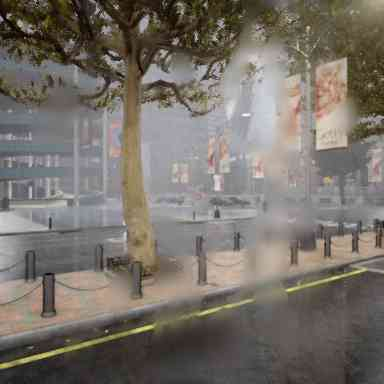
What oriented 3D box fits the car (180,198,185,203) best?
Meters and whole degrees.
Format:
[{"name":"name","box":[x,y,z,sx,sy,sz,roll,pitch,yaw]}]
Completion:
[{"name":"car","box":[-3.330,1.549,67.217,1.994,1.385,4.181,0,0,-42]}]

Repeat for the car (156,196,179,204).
[{"name":"car","box":[-5.025,1.551,63.673,1.994,1.385,4.181,0,0,-42]}]

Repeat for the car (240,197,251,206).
[{"name":"car","box":[7.190,1.462,53.180,1.882,1.535,5.008,0,0,-35]}]

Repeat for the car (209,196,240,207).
[{"name":"car","box":[4.548,1.491,50.842,1.837,1.490,4.892,0,0,-35]}]
